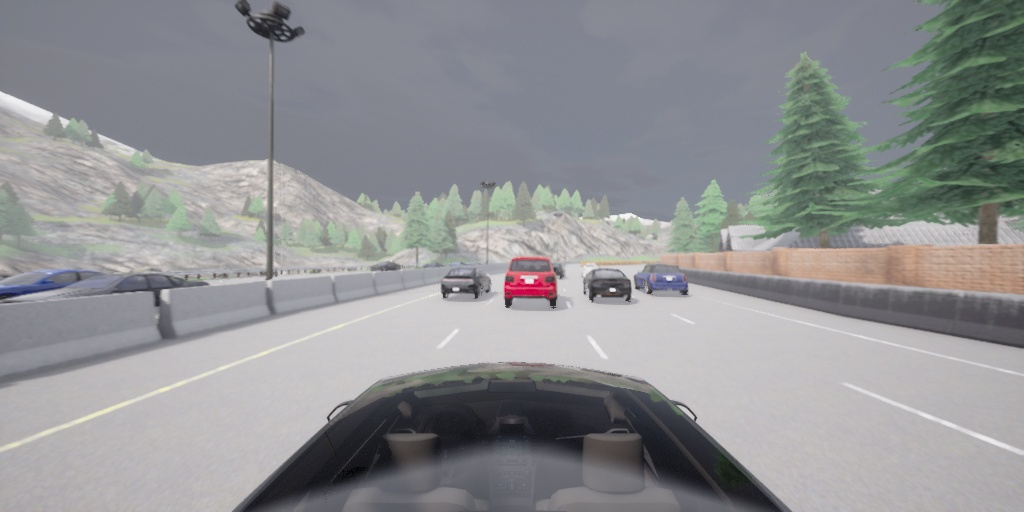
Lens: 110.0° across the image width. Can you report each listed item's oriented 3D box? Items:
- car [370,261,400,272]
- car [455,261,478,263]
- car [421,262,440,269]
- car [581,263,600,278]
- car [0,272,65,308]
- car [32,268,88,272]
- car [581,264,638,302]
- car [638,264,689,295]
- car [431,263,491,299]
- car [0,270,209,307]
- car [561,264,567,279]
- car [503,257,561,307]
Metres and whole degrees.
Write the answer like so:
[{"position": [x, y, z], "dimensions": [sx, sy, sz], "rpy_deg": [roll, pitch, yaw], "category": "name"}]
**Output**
[{"position": [-17.577, 1.454, 49.830], "dimensions": [1.882, 1.535, 5.008], "rpy_deg": [0, 0, 16], "category": "car"}, {"position": [-5.784, 1.580, 52.576], "dimensions": [2.033, 1.411, 5.357], "rpy_deg": [0, 0, 18], "category": "car"}, {"position": [-12.218, 1.591, 55.292], "dimensions": [1.994, 1.385, 4.181], "rpy_deg": [0, 0, 19], "category": "car"}, {"position": [8.439, 1.522, 38.249], "dimensions": [1.812, 1.442, 4.674], "rpy_deg": [0, 0, 14], "category": "car"}, {"position": [-20.587, 1.349, 13.312], "dimensions": [1.895, 1.301, 4.718], "rpy_deg": [0, 0, 4], "category": "car"}, {"position": [-17.065, 1.238, 13.271], "dimensions": [1.882, 1.535, 5.008], "rpy_deg": [0, 0, 5], "category": "car"}, {"position": [4.655, 1.341, 18.046], "dimensions": [1.882, 1.535, 5.008], "rpy_deg": [0, 0, 6], "category": "car"}, {"position": [8.574, 1.247, 21.036], "dimensions": [2.097, 1.767, 4.553], "rpy_deg": [0, 0, 7], "category": "car"}, {"position": [-2.292, 1.335, 18.812], "dimensions": [2.128, 1.511, 4.902], "rpy_deg": [0, 0, 6], "category": "car"}, {"position": [-13.637, 1.315, 12.641], "dimensions": [2.033, 1.411, 5.357], "rpy_deg": [0, 0, 4], "category": "car"}, {"position": [4.361, 1.476, 36.320], "dimensions": [1.837, 1.490, 4.892], "rpy_deg": [0, 0, 13], "category": "car"}, {"position": [0.934, 1.061, 16.204], "dimensions": [2.150, 2.045, 5.566], "rpy_deg": [0, 0, 6], "category": "car"}]
